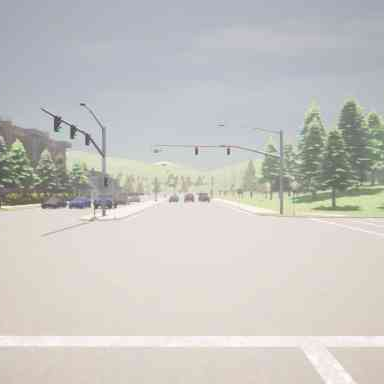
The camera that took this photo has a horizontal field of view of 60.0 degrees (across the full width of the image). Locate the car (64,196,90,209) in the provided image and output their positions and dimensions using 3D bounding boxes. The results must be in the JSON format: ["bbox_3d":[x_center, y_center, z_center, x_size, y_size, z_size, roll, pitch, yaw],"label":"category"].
[{"bbox_3d":[-15.269,1.478,45.537,1.882,1.535,5.008,0,0,-1],"label":"car"}]

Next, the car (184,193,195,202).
[{"bbox_3d":[-0.589,1.225,73.019,2.150,2.045,5.566,0,0,-1],"label":"car"}]

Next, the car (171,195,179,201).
[{"bbox_3d":[-4.251,1.488,83.517,1.812,1.442,4.674,0,0,-1],"label":"car"}]

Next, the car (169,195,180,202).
[{"bbox_3d":[-4.087,1.541,72.899,2.033,1.411,5.357,0,0,-1],"label":"car"}]

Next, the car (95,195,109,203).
[{"bbox_3d":[-19.054,1.500,70.577,1.837,1.490,4.892,0,0,-1],"label":"car"}]

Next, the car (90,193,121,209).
[{"bbox_3d":[-11.773,1.222,45.720,2.150,2.045,5.566,0,0,-1],"label":"car"}]

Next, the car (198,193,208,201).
[{"bbox_3d":[2.748,1.194,83.666,2.150,2.045,5.566,0,0,-1],"label":"car"}]

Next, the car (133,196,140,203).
[{"bbox_3d":[-12.051,1.539,70.385,2.033,1.411,5.357,0,0,-1],"label":"car"}]

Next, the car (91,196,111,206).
[{"bbox_3d":[-15.418,1.492,56.414,2.128,1.511,4.902,0,0,-1],"label":"car"}]

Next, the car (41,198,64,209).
[{"bbox_3d":[-18.771,1.547,45.605,2.033,1.411,5.357,0,0,-1],"label":"car"}]

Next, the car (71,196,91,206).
[{"bbox_3d":[-18.920,1.478,56.877,1.882,1.535,5.008,0,0,-1],"label":"car"}]

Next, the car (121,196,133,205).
[{"bbox_3d":[-11.927,1.505,57.215,1.837,1.490,4.892,0,0,-1],"label":"car"}]

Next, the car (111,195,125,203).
[{"bbox_3d":[-15.543,1.478,69.885,1.882,1.535,5.008,0,0,-1],"label":"car"}]

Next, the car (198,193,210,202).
[{"bbox_3d":[2.905,1.501,73.442,1.837,1.490,4.892,0,0,-1],"label":"car"}]
